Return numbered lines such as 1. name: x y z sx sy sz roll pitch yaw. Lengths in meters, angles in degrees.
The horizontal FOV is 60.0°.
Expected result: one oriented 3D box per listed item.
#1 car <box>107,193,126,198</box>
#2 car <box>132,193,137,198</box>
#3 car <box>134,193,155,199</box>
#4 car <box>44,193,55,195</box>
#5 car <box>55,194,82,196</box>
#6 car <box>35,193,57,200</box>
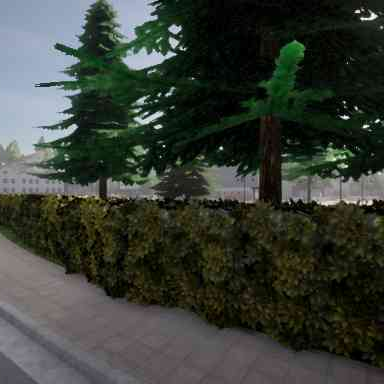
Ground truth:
1. car: -20.372 1.154 90.295 5.027 1.636 2.152 0 0 -36
2. car: -10.889 1.097 77.775 4.605 1.855 1.932 0 0 -36
3. car: -7.941 1.384 60.690 3.806 1.475 1.970 0 0 -36
4. car: -29.650 1.298 72.179 4.514 1.523 2.007 0 0 -36
5. car: -23.862 1.320 64.033 3.633 1.501 1.845 0 0 -36
6. car: -36.329 1.097 82.718 4.605 1.855 1.932 0 0 -36
